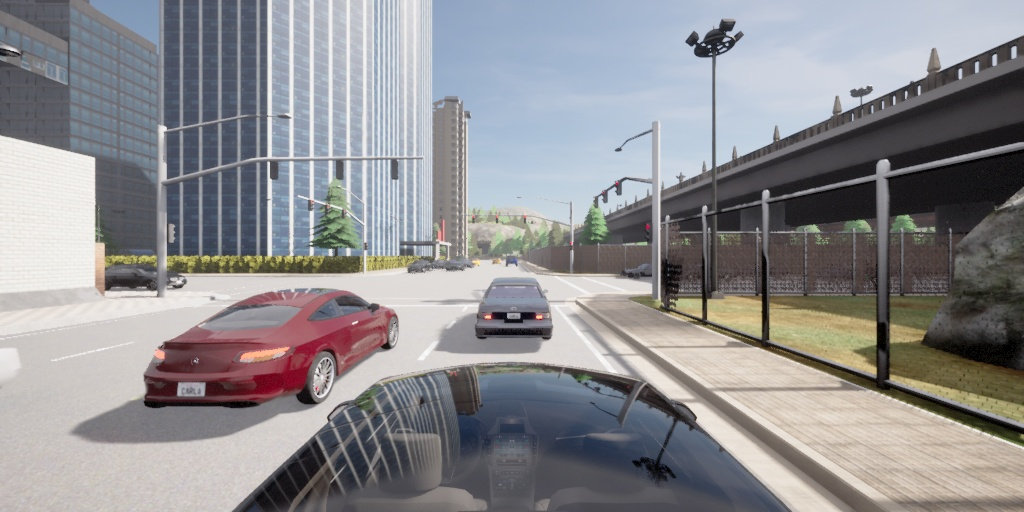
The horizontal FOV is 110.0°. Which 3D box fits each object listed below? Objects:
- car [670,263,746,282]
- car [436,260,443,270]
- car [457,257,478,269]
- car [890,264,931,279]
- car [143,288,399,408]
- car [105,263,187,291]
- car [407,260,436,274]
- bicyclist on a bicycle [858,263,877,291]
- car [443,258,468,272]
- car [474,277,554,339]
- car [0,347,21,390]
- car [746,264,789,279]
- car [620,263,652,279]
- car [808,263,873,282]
[{"bbox_3d":[15.660,1.291,29.145,4.902,1.511,2.128,0,0,0],"label":"car"},{"bbox_3d":[-10.700,1.264,52.928,1.812,1.442,4.674,0,0,0],"label":"car"},{"bbox_3d":[-7.196,1.285,57.127,2.033,1.411,5.357,0,0,0],"label":"car"},{"bbox_3d":[34.901,1.399,32.715,4.718,1.301,1.895,0,0,0],"label":"car"},{"bbox_3d":[-3.450,1.275,6.173,1.812,1.442,4.674,0,0,0],"label":"car"},{"bbox_3d":[-22.587,1.327,21.799,4.674,1.442,1.812,0,0,0],"label":"car"},{"bbox_3d":[-10.797,1.246,42.153,1.837,1.490,4.892,0,0,3],"label":"car"},{"bbox_3d":[18.263,1.102,18.173,0.582,1.620,1.656,0,0,0],"label":"bicyclist on a bicycle"},{"bbox_3d":[-7.187,1.304,45.906,1.994,1.385,4.181,0,0,0],"label":"car"},{"bbox_3d":[0.078,1.296,9.994,2.033,1.411,5.357,0,0,1],"label":"car"},{"bbox_3d":[-7.116,1.351,2.221,1.895,1.301,4.718,0,0,0],"label":"car"},{"bbox_3d":[22.306,1.399,32.674,4.718,1.301,1.895,0,0,0],"label":"car"},{"bbox_3d":[12.716,1.346,32.632,5.357,1.411,2.033,0,0,0],"label":"car"},{"bbox_3d":[26.565,1.325,29.180,4.674,1.442,1.812,0,0,0],"label":"car"}]
